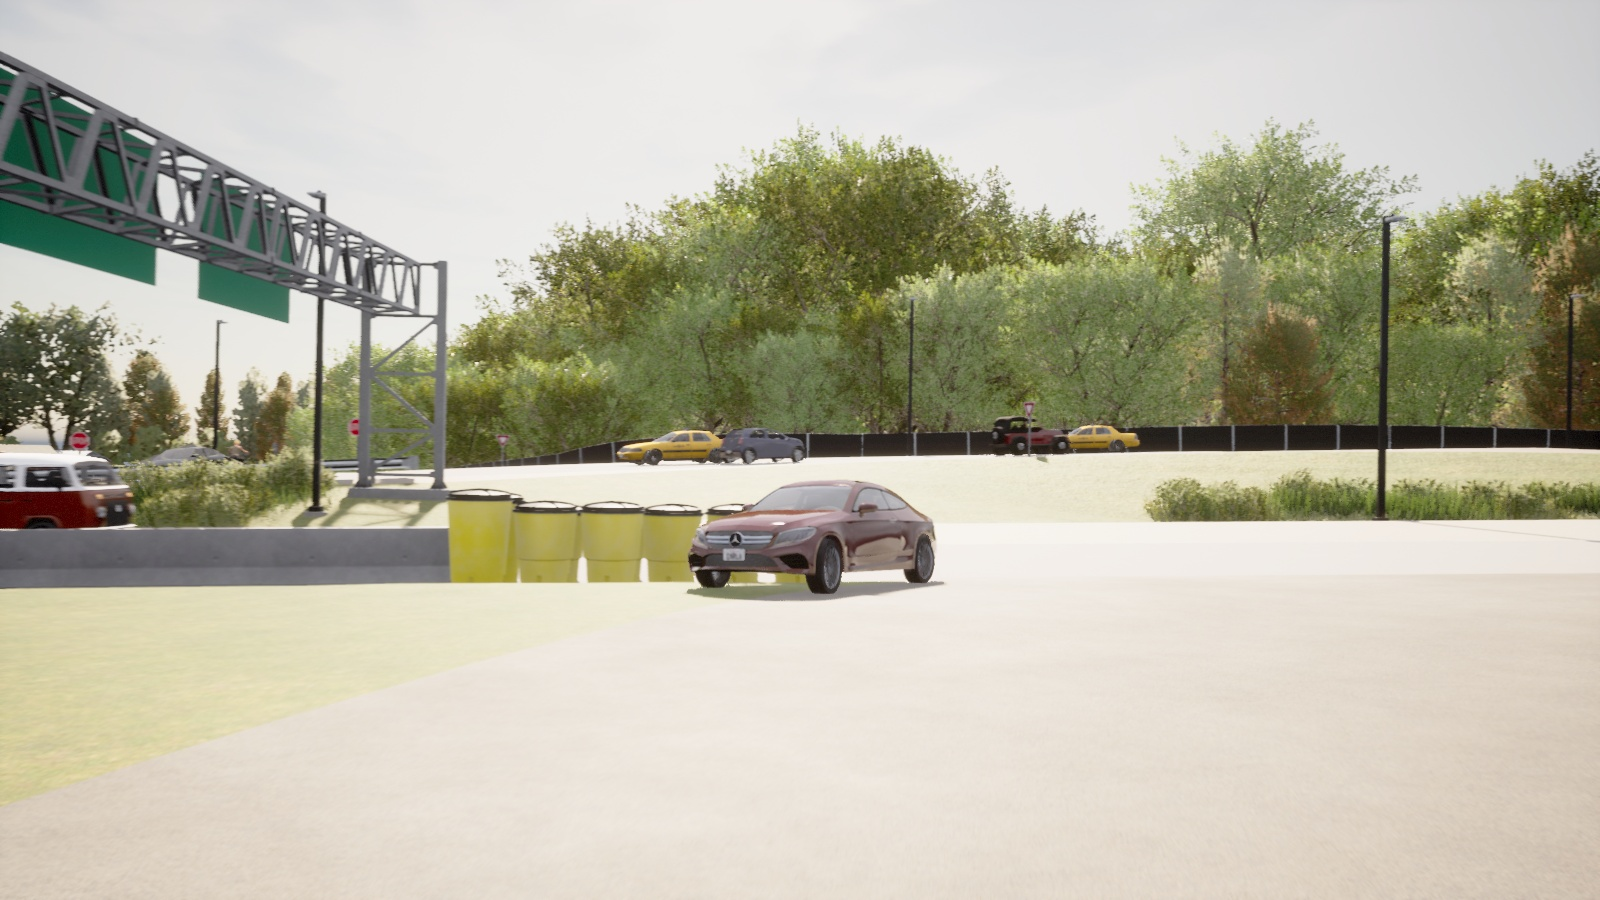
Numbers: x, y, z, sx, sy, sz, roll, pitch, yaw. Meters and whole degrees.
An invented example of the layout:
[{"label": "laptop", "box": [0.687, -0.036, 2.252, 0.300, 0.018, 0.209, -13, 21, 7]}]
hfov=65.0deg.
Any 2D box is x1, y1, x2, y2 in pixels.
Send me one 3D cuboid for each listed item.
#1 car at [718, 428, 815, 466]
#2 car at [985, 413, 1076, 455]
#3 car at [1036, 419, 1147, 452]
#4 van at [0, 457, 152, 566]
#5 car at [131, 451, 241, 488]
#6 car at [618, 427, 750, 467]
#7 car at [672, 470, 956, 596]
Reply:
[{"label": "car", "box": [-1.400, -0.147, 52.964, 3.633, 1.501, 1.845, -2, 1, -37]}, {"label": "car", "box": [11.072, -0.764, 60.331, 3.866, 1.878, 1.905, -2, 0, -23]}, {"label": "car", "box": [15.301, -0.739, 66.137, 5.366, 1.575, 1.801, -2, 0, -4]}, {"label": "van", "box": [-15.582, 1.188, 24.803, 4.480, 2.038, 2.069, -1, 0, -2]}, {"label": "car", "box": [-27.201, 0.831, 55.822, 2.163, 1.488, 4.792, -3, 0, 5]}, {"label": "car", "box": [-4.954, -0.139, 54.042, 5.366, 1.575, 1.801, -2, 1, -29]}, {"label": "car", "box": [0.363, 1.118, 16.912, 1.812, 1.442, 4.674, -3, -4, 29]}]
